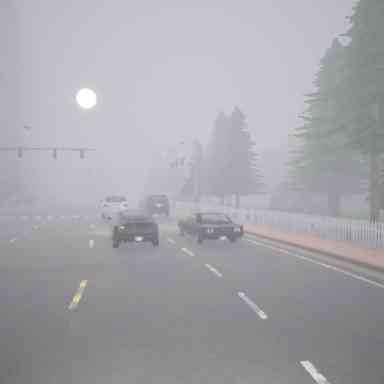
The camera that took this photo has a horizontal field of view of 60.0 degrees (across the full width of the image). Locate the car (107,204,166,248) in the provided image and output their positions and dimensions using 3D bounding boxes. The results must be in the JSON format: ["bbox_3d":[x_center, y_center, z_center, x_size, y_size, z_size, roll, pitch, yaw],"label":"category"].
[{"bbox_3d":[-2.675,1.513,14.887,1.837,1.490,4.892,0,0,-16],"label":"car"}]

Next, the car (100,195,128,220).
[{"bbox_3d":[-6.858,1.255,29.323,2.150,2.045,5.566,0,0,-16],"label":"car"}]

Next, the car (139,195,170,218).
[{"bbox_3d":[-3.496,1.255,30.297,2.150,2.045,5.566,0,0,-16],"label":"car"}]

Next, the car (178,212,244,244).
[{"bbox_3d":[0.679,1.613,15.889,1.895,1.301,4.718,0,0,-16],"label":"car"}]
